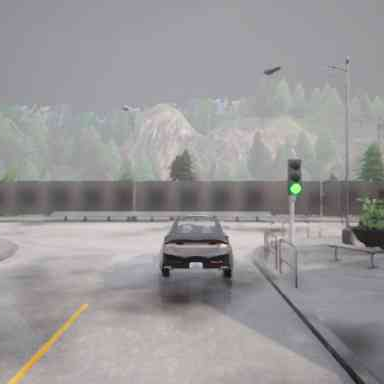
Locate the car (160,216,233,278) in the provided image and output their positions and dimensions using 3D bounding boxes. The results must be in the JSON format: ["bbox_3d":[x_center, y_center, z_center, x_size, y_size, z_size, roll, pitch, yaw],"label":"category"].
[{"bbox_3d":[0.160,1.488,10.142,2.128,1.511,4.902,0,0,1],"label":"car"}]
